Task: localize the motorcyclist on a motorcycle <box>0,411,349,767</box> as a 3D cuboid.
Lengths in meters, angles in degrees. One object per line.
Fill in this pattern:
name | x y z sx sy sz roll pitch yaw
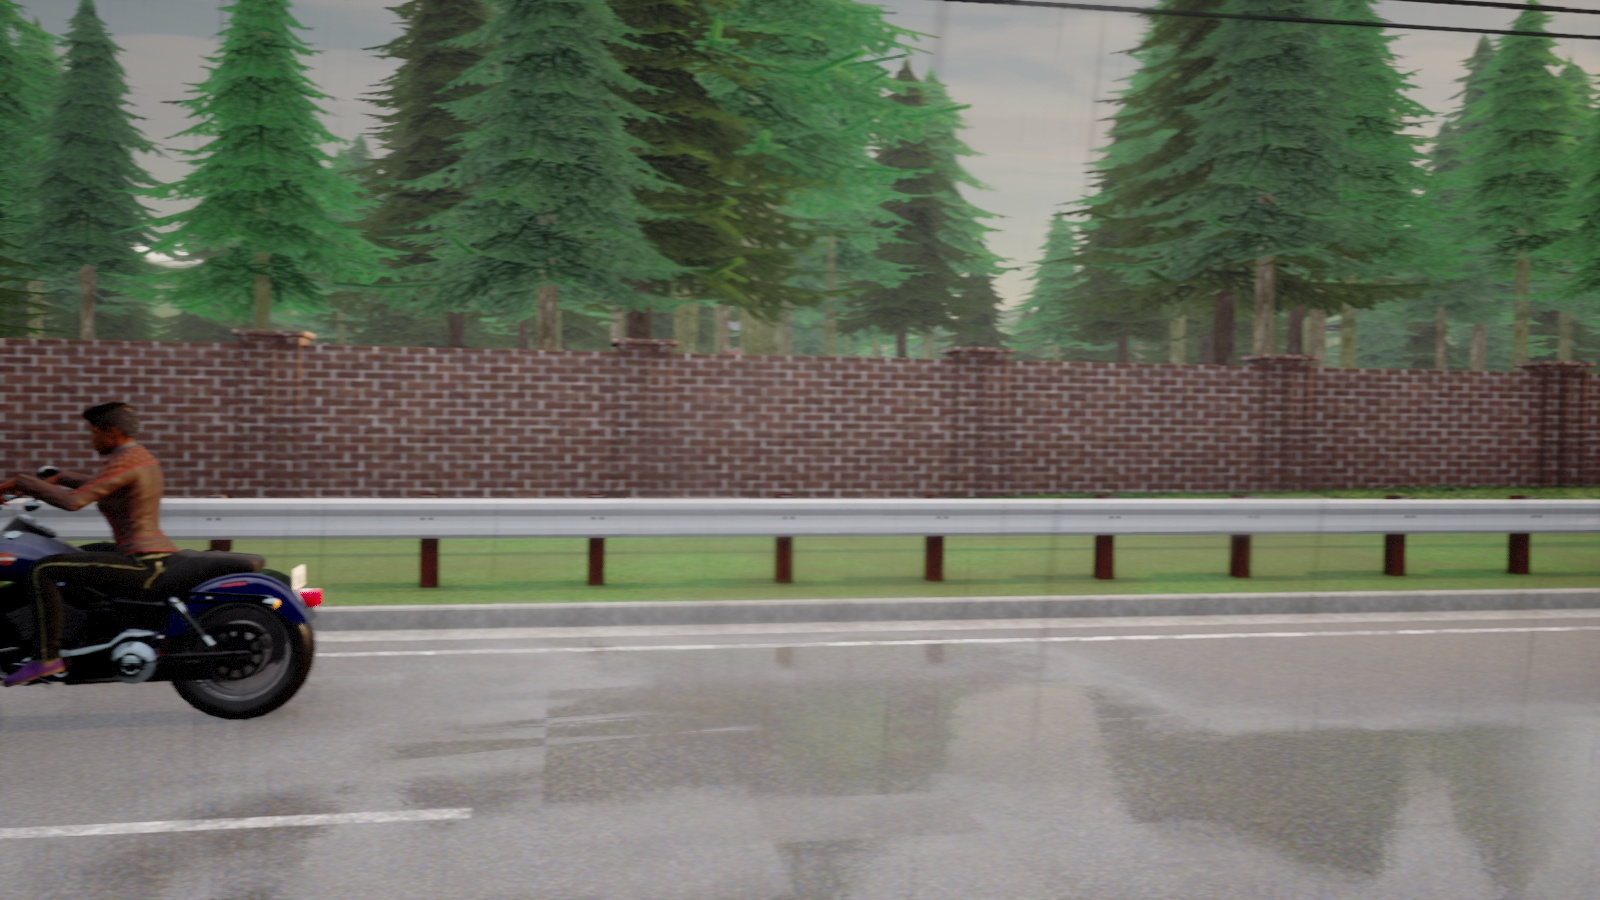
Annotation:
motorcyclist on a motorcycle | -3.569 0.646 6.277 2.350 1.649 0.766 -1 1 -10
